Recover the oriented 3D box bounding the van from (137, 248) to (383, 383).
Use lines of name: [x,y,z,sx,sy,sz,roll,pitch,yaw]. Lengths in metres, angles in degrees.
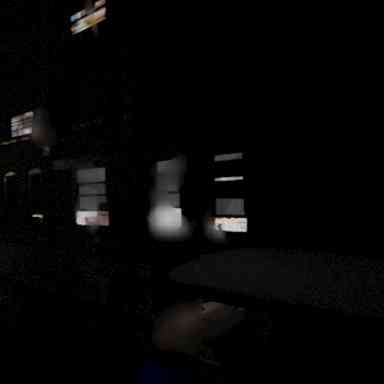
van: [1.431,1.340,1.876,3.998,1.788,1.690,-1,-1,35]
